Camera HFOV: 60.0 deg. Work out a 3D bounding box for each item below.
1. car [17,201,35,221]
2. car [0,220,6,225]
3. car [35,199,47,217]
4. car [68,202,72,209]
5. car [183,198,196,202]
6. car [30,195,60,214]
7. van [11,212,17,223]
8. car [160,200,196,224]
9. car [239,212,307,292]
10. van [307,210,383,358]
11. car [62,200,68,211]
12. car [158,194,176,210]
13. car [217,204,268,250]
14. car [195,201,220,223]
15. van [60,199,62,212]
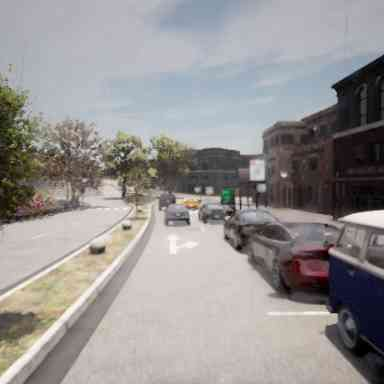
[{"bbox_3d":[-15.027,1.602,25.473,4.674,1.452,2.002,0,0,-6],"label":"car"},{"bbox_3d":[-14.315,1.555,20.068,5.366,1.575,1.946,0,0,-5],"label":"car"},{"bbox_3d":[-15.294,1.590,28.075,4.792,1.488,2.163,0,0,-6],"label":"car"},{"bbox_3d":[-16.713,1.531,38.968,4.892,1.521,2.231,0,0,-7],"label":"car"},{"bbox_3d":[-0.386,1.483,43.712,1.882,1.535,5.008,0,0,-7],"label":"car"},{"bbox_3d":[-15.689,1.305,30.774,5.566,2.045,2.435,0,0,-7],"label":"car"},{"bbox_3d":[-14.869,1.336,22.762,4.442,1.987,1.878,0,0,-5],"label":"van"},{"bbox_3d":[-1.179,1.588,25.083,2.033,1.411,5.357,0,0,-5],"label":"car"},{"bbox_3d":[2.836,1.522,9.012,2.163,1.488,4.792,0,0,-1],"label":"car"},{"bbox_3d":[2.982,1.253,3.554,1.878,1.987,4.442,0,0,0],"label":"van"},{"bbox_3d":[-16.399,1.415,36.231,4.553,1.767,2.185,0,0,-7],"label":"car"},{"bbox_3d":[-3.188,1.239,42.973,2.150,2.045,5.566,0,0,-7],"label":"car"},{"bbox_3d":[2.565,1.504,14.498,2.097,1.535,5.008,0,0,-3],"label":"car"},{"bbox_3d":[1.584,1.557,25.878,1.812,1.442,4.674,0,0,-5],"label":"car"},{"bbox_3d":[-15.901,1.322,33.515,4.442,1.987,1.878,0,0,-7],"label":"van"}]
